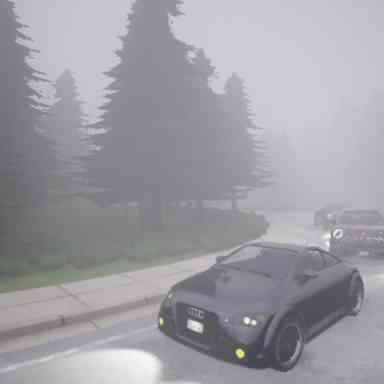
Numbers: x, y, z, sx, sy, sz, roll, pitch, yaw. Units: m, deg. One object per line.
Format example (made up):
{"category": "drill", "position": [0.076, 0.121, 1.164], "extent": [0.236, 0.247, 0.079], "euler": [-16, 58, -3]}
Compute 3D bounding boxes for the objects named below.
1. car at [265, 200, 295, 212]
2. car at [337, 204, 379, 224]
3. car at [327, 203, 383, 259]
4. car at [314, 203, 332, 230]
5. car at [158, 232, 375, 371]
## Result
{"category": "car", "position": [11.747, 1.911, 44.794], "extent": [1.837, 1.490, 4.892], "euler": [1, -1, -24]}
{"category": "car", "position": [14.226, 1.811, 28.830], "extent": [1.812, 1.442, 4.674], "euler": [0, 0, 6]}
{"category": "car", "position": [6.662, 1.483, 13.080], "extent": [2.097, 1.767, 4.553], "euler": [0, -1, 25]}
{"category": "car", "position": [9.675, 1.571, 22.390], "extent": [2.097, 1.767, 4.553], "euler": [0, -1, 10]}
{"category": "car", "position": [1.434, 1.618, 5.857], "extent": [1.994, 1.385, 4.181], "euler": [0, -1, 44]}
